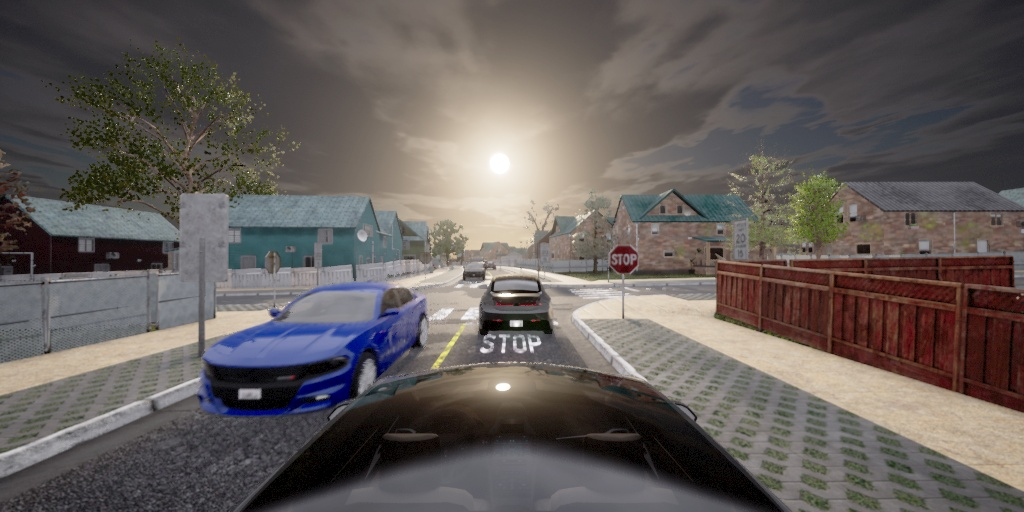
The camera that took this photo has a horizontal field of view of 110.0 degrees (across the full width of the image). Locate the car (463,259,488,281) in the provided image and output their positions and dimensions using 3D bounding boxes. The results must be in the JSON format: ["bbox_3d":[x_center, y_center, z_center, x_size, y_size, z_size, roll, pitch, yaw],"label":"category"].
[{"bbox_3d":[-3.341,1.334,32.235,1.882,1.535,5.008,0,0,-4],"label":"car"}]

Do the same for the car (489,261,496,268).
[{"bbox_3d":[-3.850,1.589,62.005,1.812,1.442,4.674,0,-1,-10],"label":"car"}]

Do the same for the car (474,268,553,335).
[{"bbox_3d":[0.093,1.263,10.485,1.837,1.490,4.892,0,0,0],"label":"car"}]

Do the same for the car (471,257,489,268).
[{"bbox_3d":[-4.433,1.157,45.748,2.150,2.045,5.566,0,0,-6],"label":"car"}]

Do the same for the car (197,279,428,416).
[{"bbox_3d":[-2.862,1.232,6.403,1.882,1.535,5.008,0,0,0],"label":"car"}]
